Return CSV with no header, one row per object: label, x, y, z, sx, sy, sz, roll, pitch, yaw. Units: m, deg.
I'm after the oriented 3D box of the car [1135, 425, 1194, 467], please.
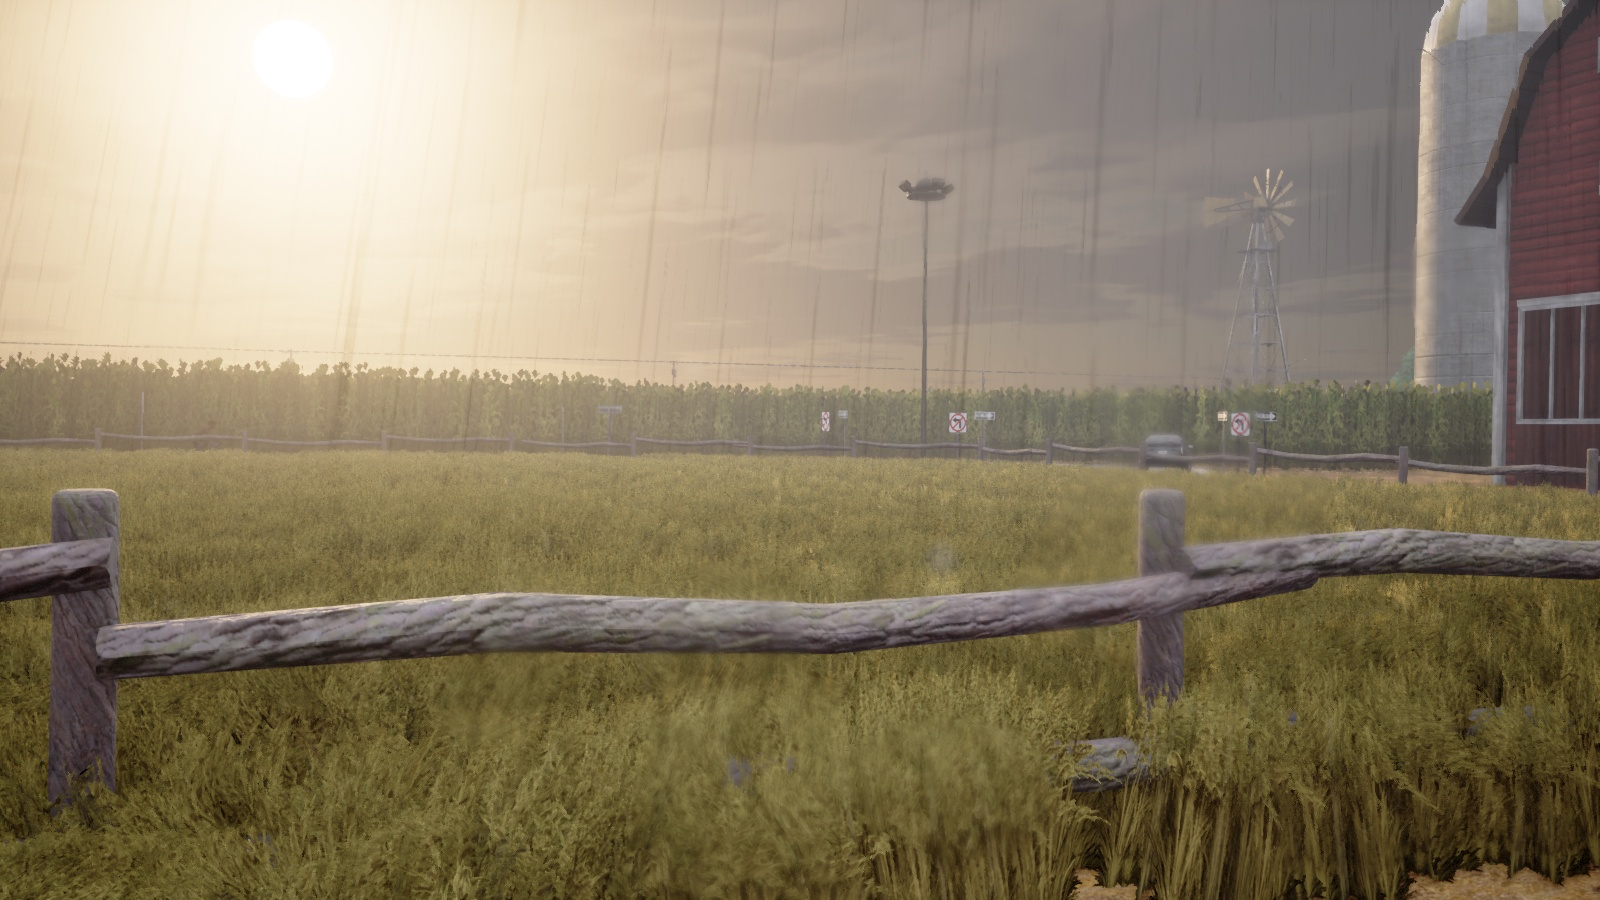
car,14.073,-0.194,48.348,2.007,1.525,4.514,0,1,19
